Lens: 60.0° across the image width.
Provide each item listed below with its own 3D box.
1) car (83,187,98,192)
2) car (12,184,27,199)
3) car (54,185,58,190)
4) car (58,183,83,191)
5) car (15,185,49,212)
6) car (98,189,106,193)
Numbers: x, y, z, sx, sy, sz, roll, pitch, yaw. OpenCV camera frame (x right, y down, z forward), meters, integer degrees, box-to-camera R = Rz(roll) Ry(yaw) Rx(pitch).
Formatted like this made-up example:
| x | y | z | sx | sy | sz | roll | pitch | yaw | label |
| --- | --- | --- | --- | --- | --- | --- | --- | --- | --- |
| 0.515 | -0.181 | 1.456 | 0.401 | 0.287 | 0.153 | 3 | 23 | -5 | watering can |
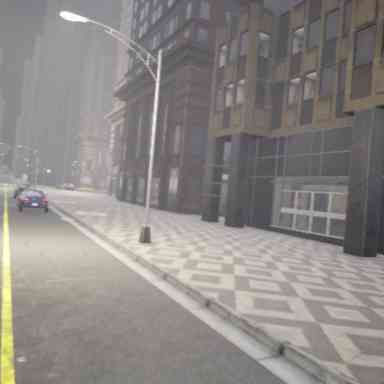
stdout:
| x | y | z | sx | sy | sz | roll | pitch | yaw | label |
| --- | --- | --- | --- | --- | --- | --- | --- | --- | --- |
| -28.647 | -0.702 | 89.727 | 4.829 | 1.417 | 1.752 | 6 | -2 | -29 | car |
| -17.728 | -0.060 | 35.075 | 1.837 | 1.490 | 4.892 | 5 | 0 | -29 | car |
| -33.296 | -1.388 | 87.119 | 5.009 | 1.841 | 2.192 | 6 | -2 | -29 | car |
| -29.164 | -0.949 | 79.672 | 4.097 | 1.590 | 1.967 | 6 | -2 | -29 | car |
| -11.189 | 0.535 | 23.417 | 1.812 | 1.442 | 4.674 | 5 | 0 | -29 | car |
| -23.830 | -0.212 | 92.422 | 4.829 | 1.417 | 1.752 | 6 | -1 | -29 | car |
